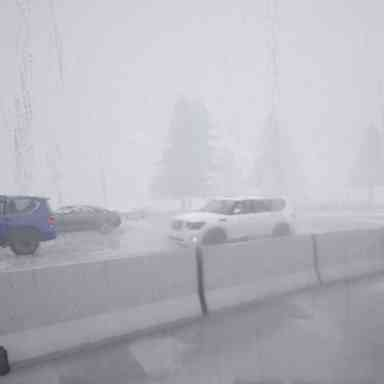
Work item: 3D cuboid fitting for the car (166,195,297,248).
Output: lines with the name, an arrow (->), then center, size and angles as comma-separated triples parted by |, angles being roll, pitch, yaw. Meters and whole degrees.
car -> 1.735, 1.166, 13.320 | 5.566, 2.045, 2.150 | 0, 0, -32

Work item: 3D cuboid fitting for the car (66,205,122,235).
car -> -5.973, 1.418, 16.676 | 4.902, 1.511, 2.128 | 0, 0, -33

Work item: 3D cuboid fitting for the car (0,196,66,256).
car -> -7.560, 1.169, 11.402 | 5.566, 2.045, 2.150 | 0, 0, -35
